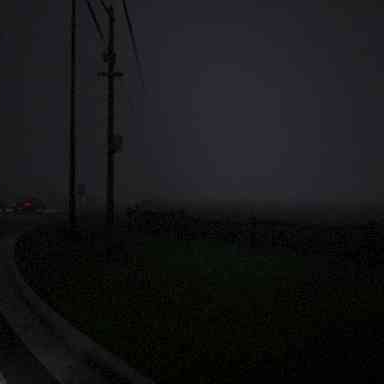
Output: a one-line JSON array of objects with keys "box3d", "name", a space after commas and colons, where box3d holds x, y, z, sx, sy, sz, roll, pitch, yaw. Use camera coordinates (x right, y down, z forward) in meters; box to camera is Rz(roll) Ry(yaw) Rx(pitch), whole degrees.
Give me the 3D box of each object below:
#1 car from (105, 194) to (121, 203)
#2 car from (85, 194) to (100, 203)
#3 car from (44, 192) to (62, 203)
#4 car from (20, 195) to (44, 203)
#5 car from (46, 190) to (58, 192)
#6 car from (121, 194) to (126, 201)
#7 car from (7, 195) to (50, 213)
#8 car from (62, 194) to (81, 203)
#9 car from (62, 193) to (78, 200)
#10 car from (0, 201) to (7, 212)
[{"box3d": [-14.465, 1.276, 59.711, 1.812, 1.442, 4.674, 0, 0, -4], "name": "car"}, {"box3d": [-18.118, 1.227, 60.462, 1.837, 1.490, 4.892, 0, 0, -4], "name": "car"}, {"box3d": [-25.136, 1.198, 60.526, 1.812, 1.442, 4.674, 0, 0, -4], "name": "car"}, {"box3d": [-28.597, 1.198, 59.794, 2.033, 1.411, 5.357, 0, 0, -4], "name": "car"}, {"box3d": [-29.257, 0.677, 70.221, 2.150, 2.045, 5.566, 0, 0, -4], "name": "car"}, {"box3d": [-15.312, 1.215, 71.478, 1.837, 1.490, 4.892, 0, 0, -4], "name": "car"}, {"box3d": [-16.301, 1.328, 33.466, 1.812, 1.442, 4.674, 0, 0, -4], "name": "car"}, {"box3d": [-21.640, 1.261, 60.687, 1.994, 1.385, 4.181, 0, 0, -4], "name": "car"}, {"box3d": [-25.765, 1.029, 70.414, 1.994, 1.385, 4.181, 0, 0, -4], "name": "car"}, {"box3d": [-19.728, 1.285, 32.237, 1.837, 1.490, 4.892, 0, 0, -4], "name": "car"}]
